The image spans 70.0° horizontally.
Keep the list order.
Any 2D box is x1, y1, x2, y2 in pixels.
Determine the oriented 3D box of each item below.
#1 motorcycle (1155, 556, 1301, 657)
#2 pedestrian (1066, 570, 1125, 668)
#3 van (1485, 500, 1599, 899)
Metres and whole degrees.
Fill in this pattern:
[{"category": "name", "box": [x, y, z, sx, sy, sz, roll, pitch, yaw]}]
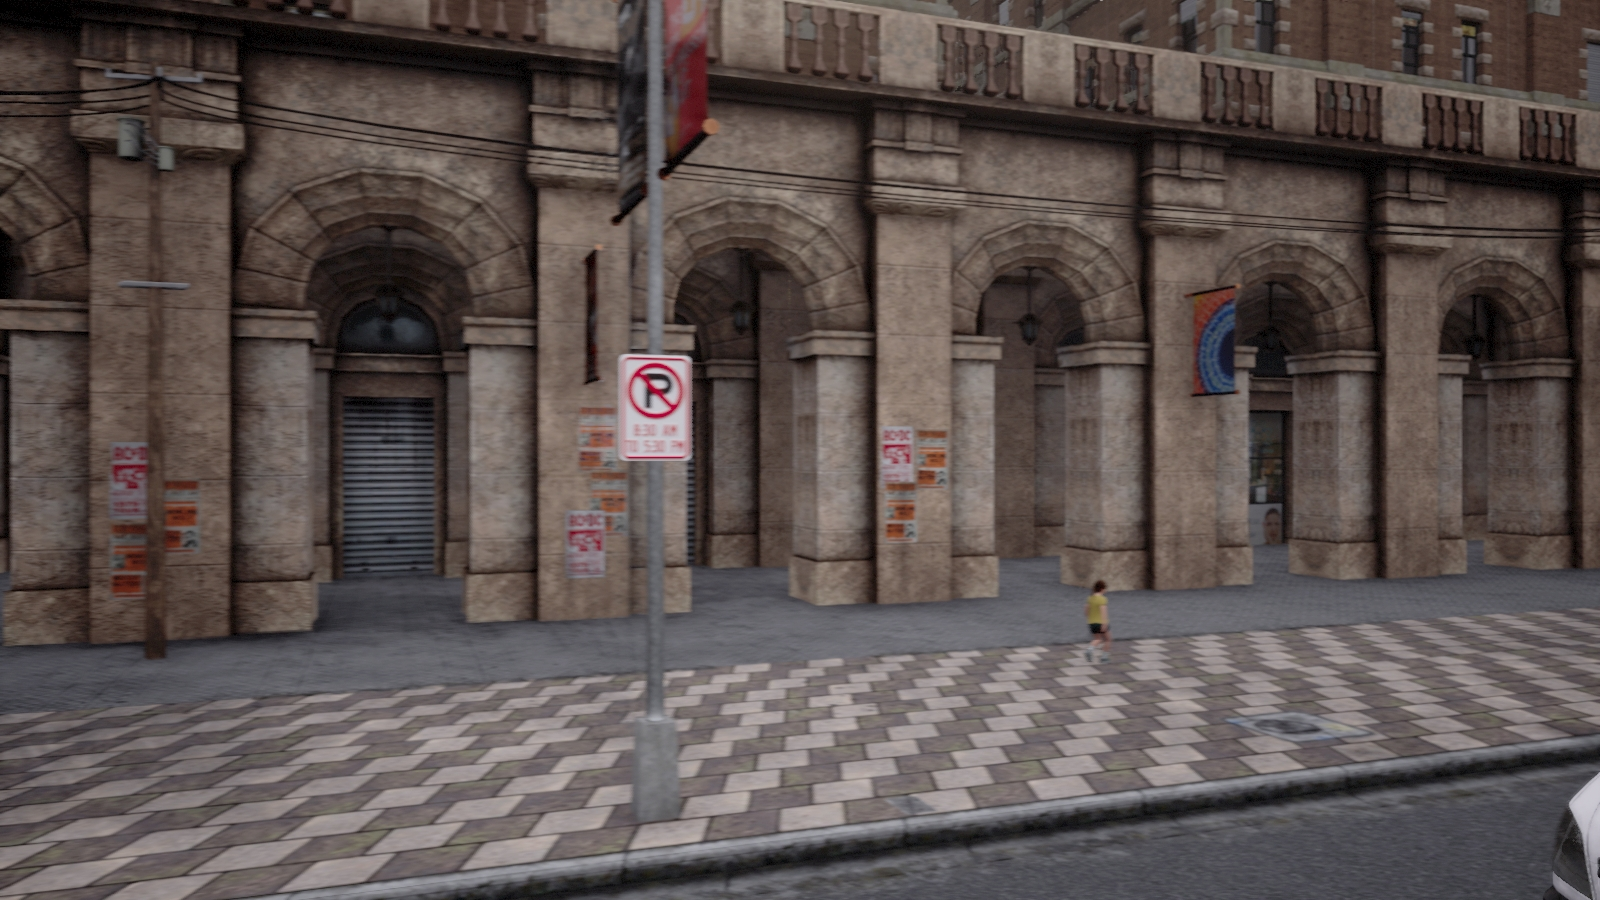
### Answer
[{"category": "motorcycle", "box": [6.046, 2.182, 16.149, 1.805, 1.236, 0.856, 0, 0, -20]}, {"category": "pedestrian", "box": [3.653, 2.076, 14.141, 0.500, 1.100, 0.500, 0, 0, -35]}, {"category": "van", "box": [6.463, 1.534, 5.656, 5.915, 2.561, 1.988, 0, 0, -20]}]
